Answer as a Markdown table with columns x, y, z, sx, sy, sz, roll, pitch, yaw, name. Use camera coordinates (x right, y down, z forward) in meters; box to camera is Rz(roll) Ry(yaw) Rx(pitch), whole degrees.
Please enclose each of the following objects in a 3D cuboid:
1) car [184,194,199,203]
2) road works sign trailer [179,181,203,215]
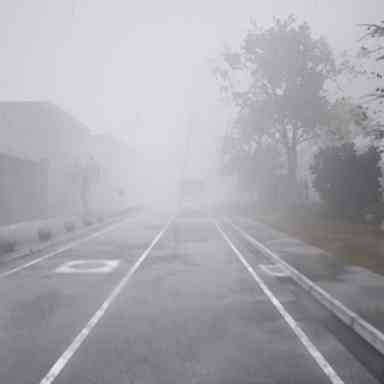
| x | y | z | sx | sy | sz | roll | pitch | yaw | name |
| --- | --- | --- | --- | --- | --- | --- | --- | --- | --- |
| -0.058 | 1.422 | 73.631 | 2.150 | 2.045 | 5.566 | 0 | 0 | 17 | car |
| -0.015 | 0.605 | 36.094 | 2.380 | 3.560 | 2.880 | 0 | 0 | 0 | road works sign trailer |
